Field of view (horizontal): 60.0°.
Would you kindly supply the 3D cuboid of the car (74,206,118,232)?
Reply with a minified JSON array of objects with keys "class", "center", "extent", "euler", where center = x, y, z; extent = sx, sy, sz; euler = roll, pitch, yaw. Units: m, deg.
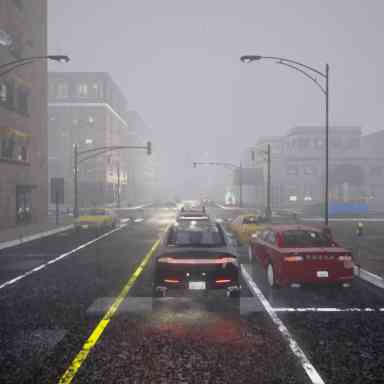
[{"class":"car","center":[-5.739,1.529,20.240],"extent":[1.752,1.417,4.829],"euler":[0,0,0]}]

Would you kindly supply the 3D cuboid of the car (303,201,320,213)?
[{"class":"car","center":[14.585,1.599,37.005],"extent":[4.181,1.385,1.994],"euler":[0,0,-1]}]

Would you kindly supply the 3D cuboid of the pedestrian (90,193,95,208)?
[{"class":"pedestrian","center":[-12.721,1.083,42.276],"extent":[0.375,1.860,0.375],"euler":[0,0,-1]}]

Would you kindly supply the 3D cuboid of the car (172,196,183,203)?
[{"class":"car","center":[-3.154,1.578,71.908],"extent":[2.128,1.511,4.902],"euler":[0,0,0]}]

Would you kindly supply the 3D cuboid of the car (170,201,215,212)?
[{"class":"car","center":[0.061,1.494,18.855],"extent":[2.128,1.511,4.902],"euler":[0,0,0]}]

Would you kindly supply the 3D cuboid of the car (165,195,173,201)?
[{"class":"car","center":[-5.882,1.604,86.875],"extent":[1.752,1.417,4.829],"euler":[0,0,0]}]

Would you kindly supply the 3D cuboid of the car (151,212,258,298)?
[{"class":"car","center":[0.084,1.491,8.486],"extent":[2.128,1.511,4.902],"euler":[0,0,0]}]

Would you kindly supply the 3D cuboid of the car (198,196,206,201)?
[{"class":"car","center":[2.499,1.629,87.076],"extent":[2.008,1.369,4.403],"euler":[-1,0,0]}]

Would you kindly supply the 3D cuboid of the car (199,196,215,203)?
[{"class":"car","center":[2.571,1.466,52.895],"extent":[1.967,1.590,4.097],"euler":[0,0,0]}]

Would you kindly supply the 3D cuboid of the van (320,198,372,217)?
[{"class":"van","center":[14.591,1.416,31.215],"extent":[3.998,1.788,1.690],"euler":[0,0,-1]}]

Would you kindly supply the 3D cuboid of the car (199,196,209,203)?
[{"class":"car","center":[2.535,1.601,69.986],"extent":[2.008,1.369,4.403],"euler":[0,0,0]}]

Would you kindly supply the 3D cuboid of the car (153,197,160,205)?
[{"class":"car","center":[-5.821,1.584,58.562],"extent":[2.008,1.369,4.403],"euler":[0,0,0]}]

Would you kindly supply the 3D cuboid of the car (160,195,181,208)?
[{"class":"car","center":[-3.200,1.571,50.161],"extent":[2.033,1.411,5.357],"euler":[0,0,0]}]

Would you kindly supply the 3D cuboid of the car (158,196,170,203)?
[{"class":"car","center":[-5.845,1.600,69.956],"extent":[2.008,1.369,4.403],"euler":[0,0,0]}]

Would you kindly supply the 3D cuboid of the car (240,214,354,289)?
[{"class":"car","center":[2.666,1.545,9.030],"extent":[1.887,1.381,4.507],"euler":[0,0,0]}]

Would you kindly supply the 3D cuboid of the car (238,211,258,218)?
[{"class":"car","center":[2.653,1.527,14.897],"extent":[1.752,1.417,4.829],"euler":[0,0,0]}]
